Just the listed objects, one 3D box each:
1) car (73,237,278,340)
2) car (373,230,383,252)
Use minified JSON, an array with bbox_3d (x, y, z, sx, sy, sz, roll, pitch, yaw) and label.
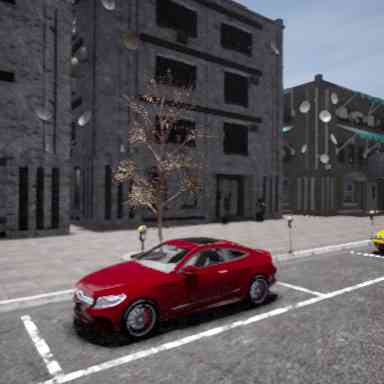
[{"bbox_3d":[-0.092,1.582,6.488,4.206,1.307,1.802,0,1,-36],"label":"car"},{"bbox_3d":[8.776,1.526,12.817,4.829,1.417,1.752,0,1,-36],"label":"car"}]
